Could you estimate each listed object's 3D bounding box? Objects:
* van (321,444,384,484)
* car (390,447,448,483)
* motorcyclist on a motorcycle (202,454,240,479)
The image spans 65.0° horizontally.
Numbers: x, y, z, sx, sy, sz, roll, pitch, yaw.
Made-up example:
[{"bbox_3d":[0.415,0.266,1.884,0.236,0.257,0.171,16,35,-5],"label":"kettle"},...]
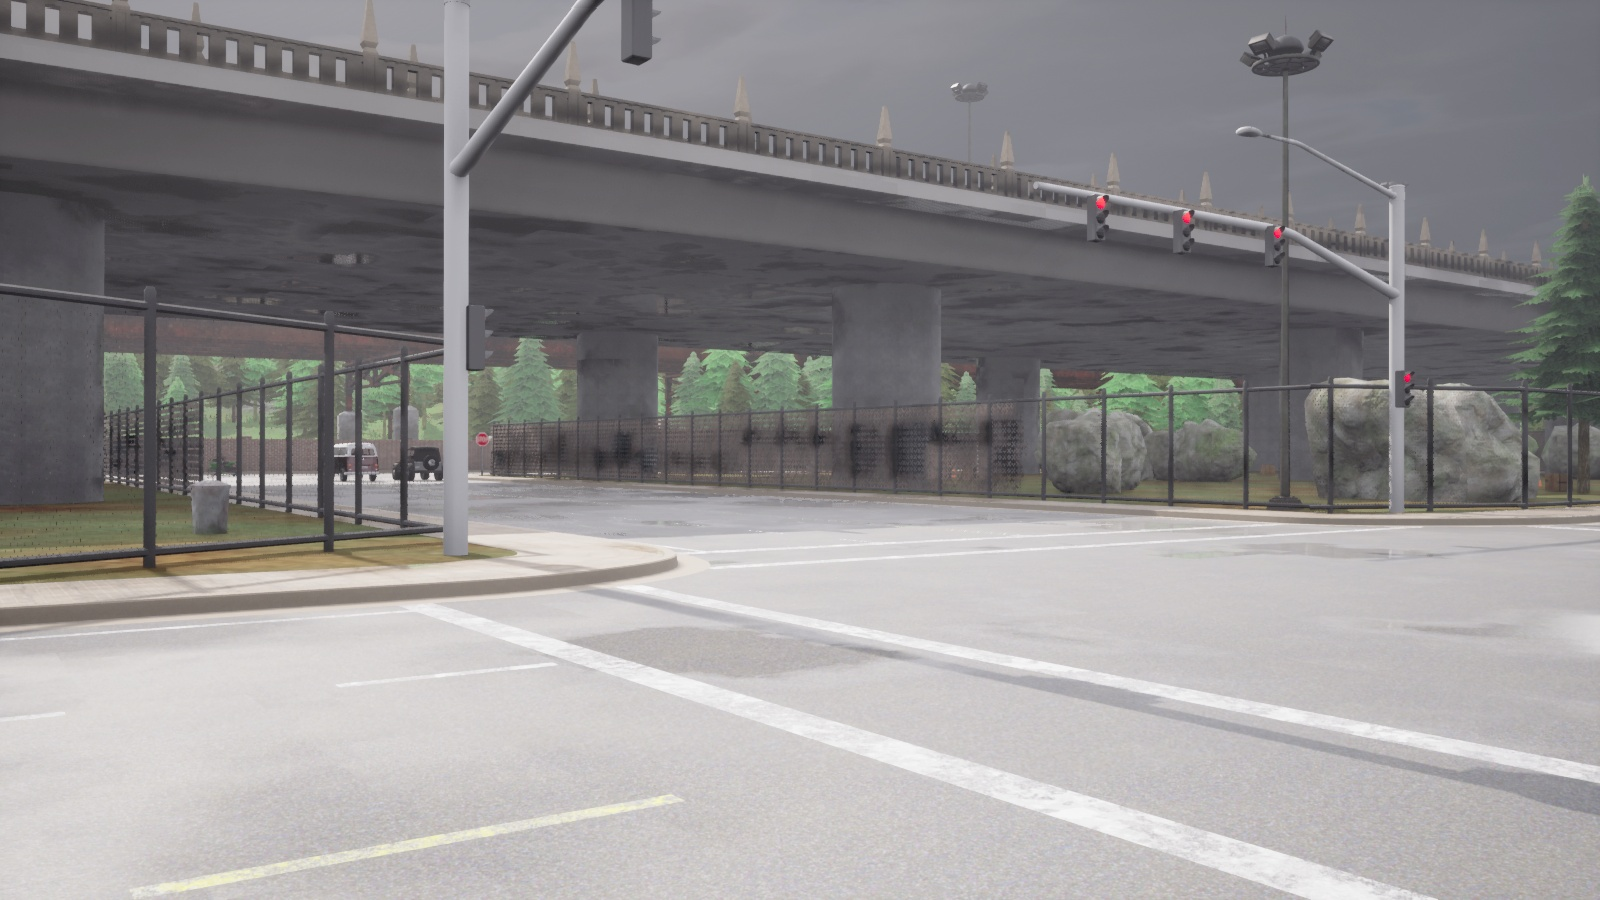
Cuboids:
[{"bbox_3d":[-23.884,0.738,66.923,2.069,2.038,4.480,0,0,-35],"label":"van"},{"bbox_3d":[-20.874,0.809,68.727,1.905,1.878,3.866,0,0,-35],"label":"car"},{"bbox_3d":[-36.472,1.053,79.162,2.044,1.523,0.797,0,2,7],"label":"motorcyclist on a motorcycle"}]
